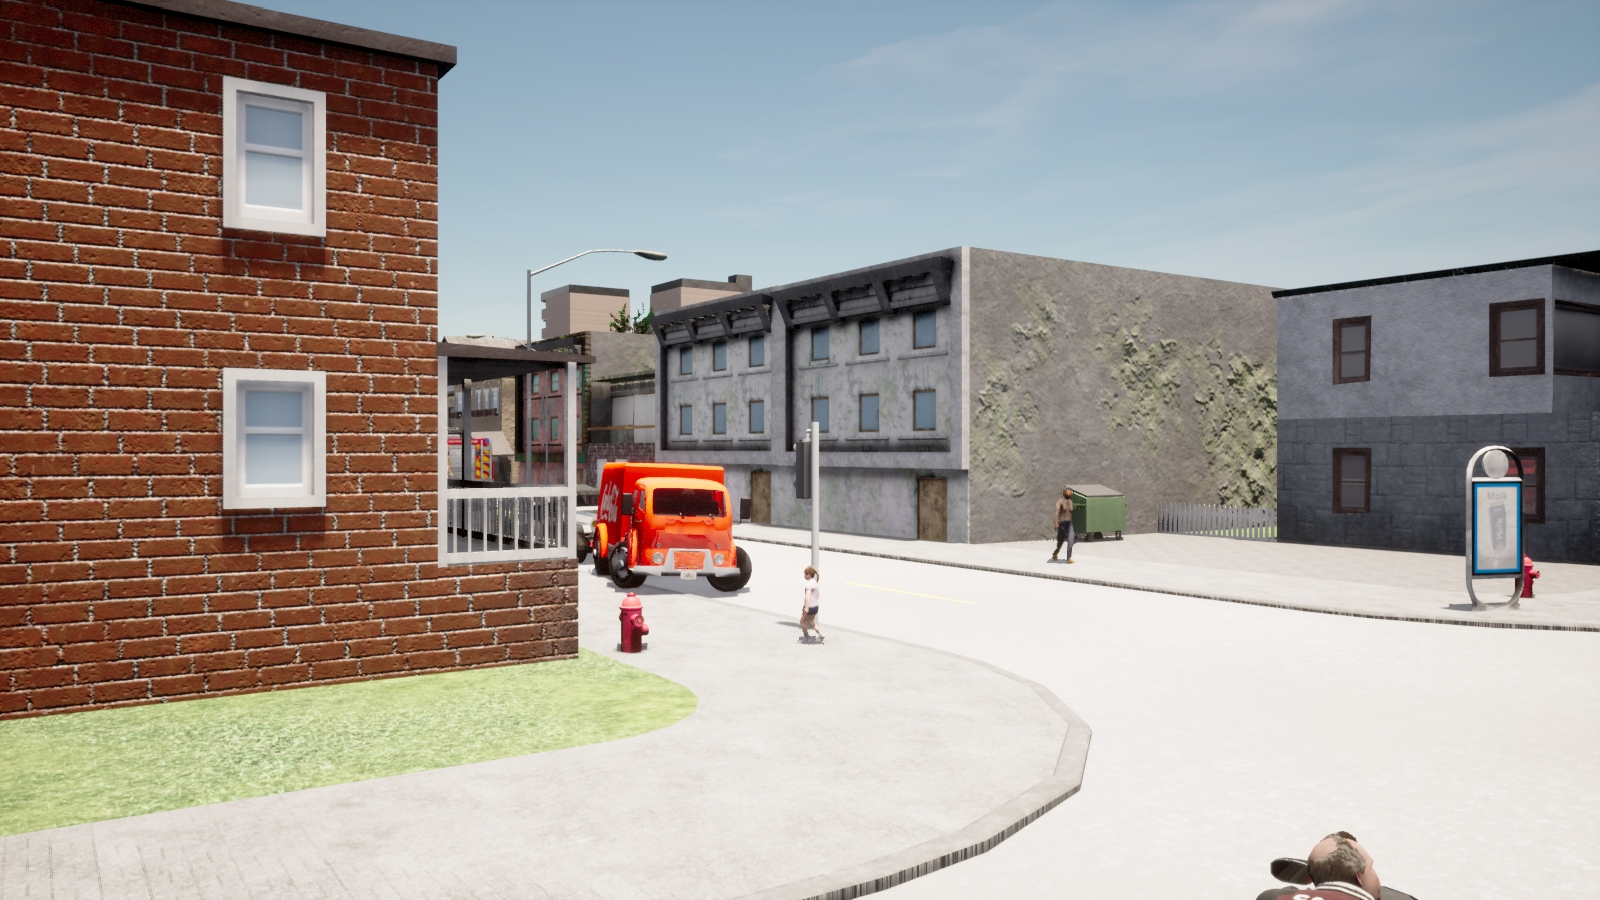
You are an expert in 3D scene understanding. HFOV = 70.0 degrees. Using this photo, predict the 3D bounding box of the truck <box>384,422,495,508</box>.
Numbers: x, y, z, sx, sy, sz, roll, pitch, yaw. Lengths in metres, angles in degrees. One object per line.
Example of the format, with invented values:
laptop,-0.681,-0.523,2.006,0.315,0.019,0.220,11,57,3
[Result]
truck,-17.584,0.671,55.267,2.891,3.827,8.468,0,0,-34

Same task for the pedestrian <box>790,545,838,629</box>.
pedestrian,0.202,1.897,15.915,0.500,1.100,0.500,0,0,28

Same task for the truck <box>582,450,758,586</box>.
truck,-2.868,1.294,23.855,2.627,2.467,5.204,3,-1,-17

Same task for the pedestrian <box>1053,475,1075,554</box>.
pedestrian,6.267,1.525,27.127,0.375,1.860,0.375,0,0,-23
